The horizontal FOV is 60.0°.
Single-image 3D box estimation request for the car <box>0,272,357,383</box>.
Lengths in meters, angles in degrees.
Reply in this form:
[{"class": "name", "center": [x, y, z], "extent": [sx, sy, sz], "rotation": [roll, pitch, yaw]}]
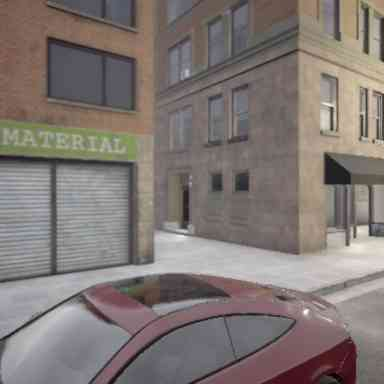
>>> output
[{"class": "car", "center": [-0.465, 1.525, 2.737], "extent": [4.674, 1.442, 1.812], "rotation": [0, 0, -35]}]
